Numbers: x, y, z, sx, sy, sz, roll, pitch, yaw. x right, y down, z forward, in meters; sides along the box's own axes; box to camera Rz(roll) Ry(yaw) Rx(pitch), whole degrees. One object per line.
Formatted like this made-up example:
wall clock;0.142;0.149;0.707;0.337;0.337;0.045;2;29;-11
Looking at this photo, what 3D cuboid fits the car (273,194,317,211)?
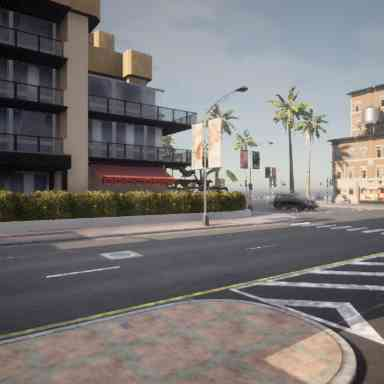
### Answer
car;12.507;1.237;40.776;2.150;2.045;5.566;0;0;-35
